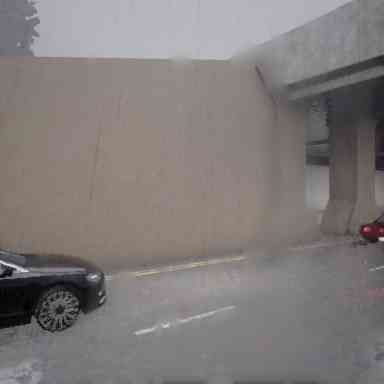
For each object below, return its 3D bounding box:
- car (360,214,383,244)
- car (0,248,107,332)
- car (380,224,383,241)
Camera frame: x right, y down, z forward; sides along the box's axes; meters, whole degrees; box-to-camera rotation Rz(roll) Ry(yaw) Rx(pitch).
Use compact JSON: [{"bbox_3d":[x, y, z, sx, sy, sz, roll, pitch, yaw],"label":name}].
[{"bbox_3d":[9.468,1.600,14.616,4.718,1.301,1.895,0,0,-35],"label":"car"},{"bbox_3d":[-3.837,1.491,5.176,4.902,1.511,2.128,0,0,-35],"label":"car"},{"bbox_3d":[7.444,1.547,8.888,5.357,1.411,2.033,0,0,-35],"label":"car"}]
